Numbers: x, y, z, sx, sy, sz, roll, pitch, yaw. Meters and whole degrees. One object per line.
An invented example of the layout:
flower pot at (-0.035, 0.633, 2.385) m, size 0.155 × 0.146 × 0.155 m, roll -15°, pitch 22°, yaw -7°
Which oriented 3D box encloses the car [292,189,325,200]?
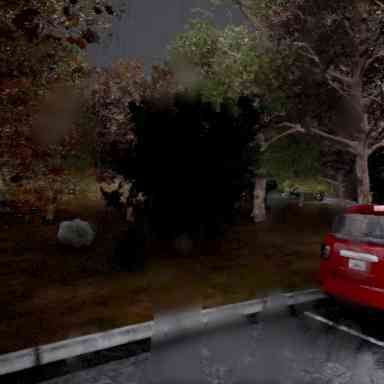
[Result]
car at (14.413, 0.335, 41.723) m, size 1.895 × 1.301 × 4.718 m, roll 2°, pitch 3°, yaw -17°

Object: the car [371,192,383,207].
car at (20.615, 0.922, 33.390) m, size 1.812 × 1.442 × 4.674 m, roll 2°, pitch 2°, yaw -17°

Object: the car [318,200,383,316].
car at (5.002, 1.243, 6.405) m, size 5.566 × 2.045 × 2.435 m, roll 0°, pitch 0°, yaw -26°
